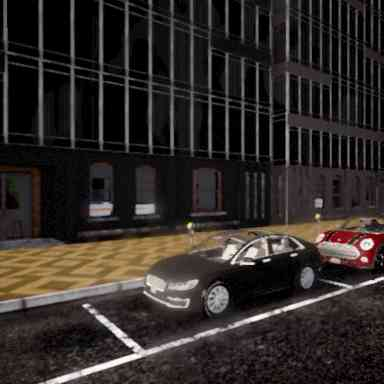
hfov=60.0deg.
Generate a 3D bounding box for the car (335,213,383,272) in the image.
[{"bbox_3d":[5.717,1.434,10.639,4.097,1.590,1.967,0,0,-36],"label":"car"}]

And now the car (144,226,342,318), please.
[{"bbox_3d":[1.082,1.549,7.333,4.403,1.369,2.008,0,0,-36],"label":"car"}]
